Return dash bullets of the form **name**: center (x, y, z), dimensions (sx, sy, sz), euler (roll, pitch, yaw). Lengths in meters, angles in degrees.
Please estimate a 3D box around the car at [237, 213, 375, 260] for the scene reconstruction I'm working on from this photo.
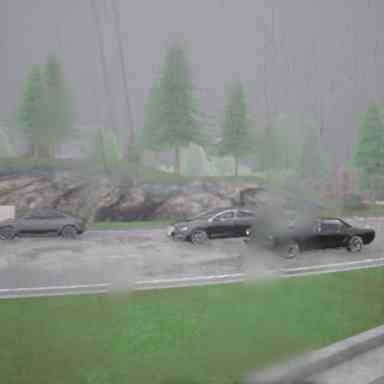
- **car**: center (4.275, 1.560, 12.202), dimensions (4.718, 1.301, 1.895), euler (0, 0, -23)

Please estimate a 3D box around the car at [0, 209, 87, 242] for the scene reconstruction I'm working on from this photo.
- **car**: center (-7.294, 1.555, 16.212), dimensions (4.181, 1.385, 1.994), euler (0, 0, -11)

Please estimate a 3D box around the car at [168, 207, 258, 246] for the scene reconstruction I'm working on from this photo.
- **car**: center (1.354, 1.455, 14.839), dimensions (4.902, 1.511, 2.128), euler (0, 0, -21)
